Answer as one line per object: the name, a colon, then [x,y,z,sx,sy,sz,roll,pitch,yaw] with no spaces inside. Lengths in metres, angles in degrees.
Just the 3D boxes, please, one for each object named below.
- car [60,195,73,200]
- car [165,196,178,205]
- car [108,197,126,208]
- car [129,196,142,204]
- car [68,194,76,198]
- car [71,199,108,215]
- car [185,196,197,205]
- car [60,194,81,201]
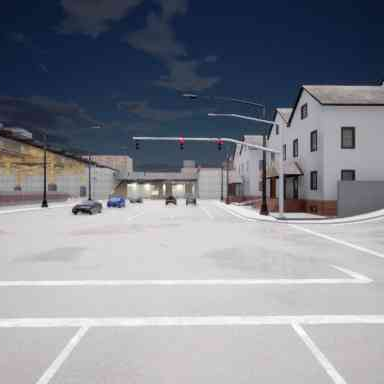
car: [-31.919,1.295,84.296,1.853,1.218,4.536,0,0,-37]
car: [-3.644,1.505,58.602,1.837,1.490,4.892,0,0,0]
car: [-10.713,1.477,47.112,1.882,1.535,5.008,0,0,0]
car: [-10.703,1.525,63.612,1.812,1.442,4.674,0,0,0]
car: [-31.887,1.452,84.254,2.038,1.542,4.974,0,0,-37]
car: [-10.684,1.547,34.369,2.033,1.411,5.357,0,0,0]
car: [-0.145,1.489,58.611,2.128,1.511,4.902,0,0,0]
car: [-32.691,1.452,89.619,2.038,1.542,4.974,0,0,28]
